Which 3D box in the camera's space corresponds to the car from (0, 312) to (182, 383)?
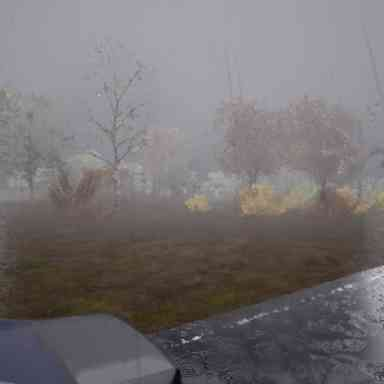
[{"bbox_3d":[-2.504,1.557,1.621,5.357,1.411,2.033,0,0,-35],"label":"car"}]
